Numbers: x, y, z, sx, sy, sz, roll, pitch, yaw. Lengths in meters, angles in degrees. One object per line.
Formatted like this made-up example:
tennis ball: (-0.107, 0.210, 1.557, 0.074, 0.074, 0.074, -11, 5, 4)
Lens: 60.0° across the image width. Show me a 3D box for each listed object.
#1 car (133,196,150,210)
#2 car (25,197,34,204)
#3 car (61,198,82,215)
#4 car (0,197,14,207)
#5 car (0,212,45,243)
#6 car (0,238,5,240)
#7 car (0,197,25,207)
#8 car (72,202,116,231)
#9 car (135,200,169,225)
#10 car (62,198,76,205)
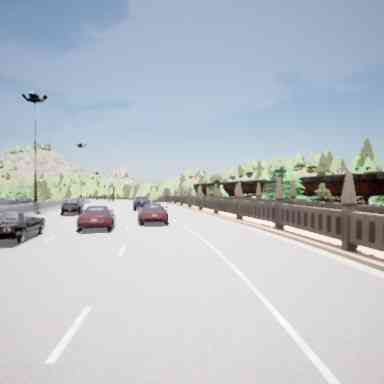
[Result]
car: (-6.190, 1.241, 40.996, 2.097, 1.767, 4.553, 0, 0, -11)
car: (-26.549, 1.525, 52.966, 1.994, 1.385, 4.181, 0, 0, -11)
car: (-11.780, 1.435, 33.194, 2.128, 1.511, 4.902, 0, 0, -11)
car: (-30.092, 1.546, 52.868, 1.994, 1.385, 4.181, 0, 0, -11)
car: (-8.453, 1.582, 15.702, 1.895, 1.301, 4.718, 0, 0, -9)
car: (-3.601, 1.482, 2.271, 1.882, 1.535, 5.008, 0, 0, -2)
car: (-19.295, 1.530, 34.127, 2.033, 1.411, 5.357, 0, 0, -11)
car: (-5.742, 1.515, 20.285, 1.994, 1.385, 4.181, 0, 0, -10)
car: (-2.808, 1.489, 23.638, 1.994, 1.385, 4.181, 0, 0, -10)
car: (-26.914, 2.075, 72.982, 2.033, 1.411, 5.357, 0, -4, -11)
